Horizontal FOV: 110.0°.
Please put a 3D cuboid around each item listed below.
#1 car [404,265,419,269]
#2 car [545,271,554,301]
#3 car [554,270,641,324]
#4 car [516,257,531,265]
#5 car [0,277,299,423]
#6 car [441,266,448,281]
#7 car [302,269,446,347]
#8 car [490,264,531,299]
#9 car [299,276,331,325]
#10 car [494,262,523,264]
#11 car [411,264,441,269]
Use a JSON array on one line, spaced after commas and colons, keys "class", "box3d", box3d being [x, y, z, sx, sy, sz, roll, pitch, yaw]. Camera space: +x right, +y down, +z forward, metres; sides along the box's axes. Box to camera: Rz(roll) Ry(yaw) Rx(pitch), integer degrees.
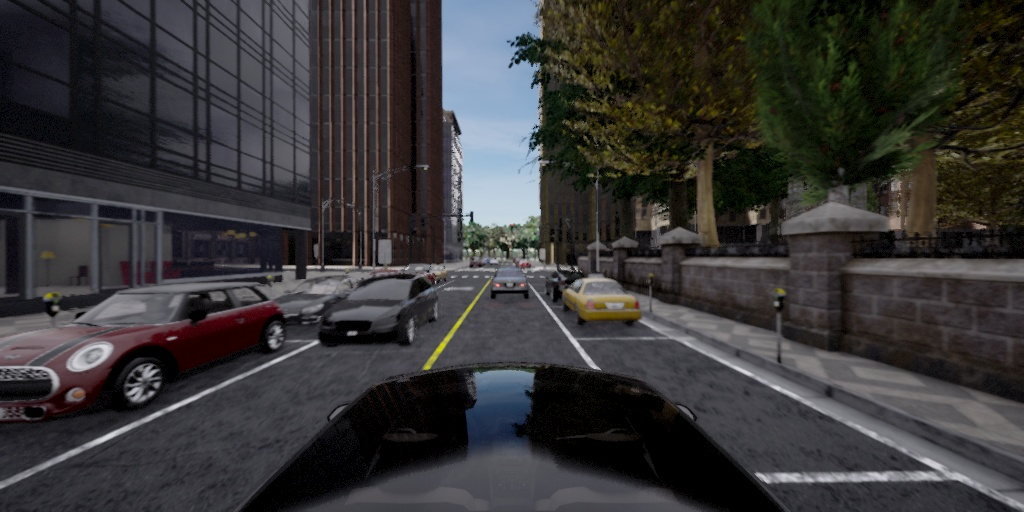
[{"class": "car", "box3d": [-5.922, 1.330, 16.875, 1.888, 1.381, 4.507, 0, 0, -1]}, {"class": "car", "box3d": [2.602, 1.311, 16.979, 1.948, 1.339, 4.313, 0, 0, -1]}, {"class": "car", "box3d": [2.666, 1.268, 11.693, 1.751, 1.417, 4.829, 0, 0, -1]}, {"class": "car", "box3d": [2.090, 1.218, 59.858, 1.967, 1.591, 4.097, 0, 0, -1]}, {"class": "car", "box3d": [-5.791, 1.218, 5.962, 1.967, 1.591, 4.097, 0, 0, -1]}, {"class": "car", "box3d": [-6.050, 1.317, 27.618, 1.751, 1.417, 4.829, 0, 0, -1]}, {"class": "car", "box3d": [-3.172, 1.273, 9.481, 1.837, 1.490, 4.892, 0, 0, -1]}, {"class": "car", "box3d": [-0.111, 1.306, 18.286, 2.033, 1.411, 5.357, 0, 0, 0]}, {"class": "car", "box3d": [-5.857, 1.332, 11.419, 2.007, 1.370, 4.403, 0, 0, -1]}, {"class": "car", "box3d": [-0.302, 1.366, 28.564, 1.895, 1.301, 4.718, 0, 0, -1]}, {"class": "car", "box3d": [-5.987, 1.228, 22.332, 1.967, 1.591, 4.097, 0, 0, -1]}]
